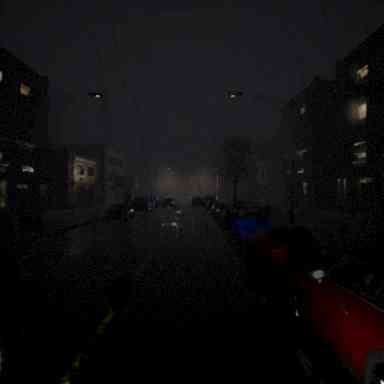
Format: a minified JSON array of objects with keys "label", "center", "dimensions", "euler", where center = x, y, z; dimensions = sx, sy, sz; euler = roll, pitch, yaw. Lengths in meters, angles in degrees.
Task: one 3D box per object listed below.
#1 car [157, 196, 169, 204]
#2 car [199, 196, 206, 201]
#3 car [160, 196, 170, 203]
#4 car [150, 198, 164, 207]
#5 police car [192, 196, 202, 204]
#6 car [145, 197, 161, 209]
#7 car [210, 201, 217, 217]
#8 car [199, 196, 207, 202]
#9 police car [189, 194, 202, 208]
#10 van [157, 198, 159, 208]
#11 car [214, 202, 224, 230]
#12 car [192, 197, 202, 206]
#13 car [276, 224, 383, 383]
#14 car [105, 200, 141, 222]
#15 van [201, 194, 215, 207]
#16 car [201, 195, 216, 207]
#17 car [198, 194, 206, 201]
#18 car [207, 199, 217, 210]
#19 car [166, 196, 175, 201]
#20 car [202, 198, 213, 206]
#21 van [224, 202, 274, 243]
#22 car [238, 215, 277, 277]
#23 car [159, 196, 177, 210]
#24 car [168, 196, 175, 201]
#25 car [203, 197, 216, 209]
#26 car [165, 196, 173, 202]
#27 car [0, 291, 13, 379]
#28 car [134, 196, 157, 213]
[{"label":"car","center":[-5.691,1.567,65.482],"dimensions":[1.967,1.590,4.097],"euler":[-1,0,0]},{"label":"car","center":[2.692,1.693,87.846],"dimensions":[1.752,1.417,4.829],"euler":[-1,0,0]},{"label":"car","center":[-5.689,1.682,71.031],"dimensions":[1.887,1.381,4.507],"euler":[-1,0,0]},{"label":"car","center":[-5.691,1.651,54.386],"dimensions":[1.887,1.381,4.507],"euler":[-1,0,0]},{"label":"police car","center":[0.903,1.553,66.228],"dimensions":[1.930,1.638,5.238],"euler":[0,0,0]},{"label":"car","center":[-5.692,1.536,48.837],"dimensions":[1.967,1.590,4.097],"euler":[-1,0,0]},{"label":"car","center":[2.688,1.634,26.645],"dimensions":[1.802,1.307,4.206],"euler":[-1,0,0]},{"label":"car","center":[2.692,1.723,82.129],"dimensions":[1.947,1.339,4.313],"euler":[-1,0,0]},{"label":"police car","center":[0.902,1.523,50.227],"dimensions":[1.930,1.638,5.238],"euler":[0,0,0]},{"label":"van","center":[-5.694,1.426,43.289],"dimensions":[1.690,1.788,3.998],"euler":[-1,0,0]},{"label":"car","center":[2.688,1.586,21.097],"dimensions":[1.887,1.381,4.507],"euler":[-1,0,0]},{"label":"car","center":[0.902,1.621,60.116],"dimensions":[1.837,1.490,4.892],"euler":[0,0,0]},{"label":"car","center":[2.686,1.449,4.452],"dimensions":[1.967,1.590,4.097],"euler":[-1,0,0]},{"label":"car","center":[-5.692,1.604,26.644],"dimensions":[2.008,1.369,4.403],"euler":[-1,0,0]},{"label":"van","center":[2.688,1.436,48.839],"dimensions":[1.690,1.788,3.998],"euler":[-1,0,0]},{"label":"car","center":[2.688,1.420,54.388],"dimensions":[2.192,1.841,5.009],"euler":[-1,0,0]},{"label":"car","center":[2.690,1.492,93.226],"dimensions":[2.192,1.841,5.009],"euler":[-1,0,0]},{"label":"car","center":[2.689,1.645,32.194],"dimensions":[1.802,1.307,4.206],"euler":[-1,0,0]},{"label":"car","center":[-5.689,1.719,87.675],"dimensions":[2.008,1.369,4.403],"euler":[-1,0,0]},{"label":"car","center":[2.690,1.698,59.935],"dimensions":[1.802,1.307,4.206],"euler":[-1,0,0]},{"label":"van","center":[2.686,1.372,15.549],"dimensions":[1.690,1.788,3.998],"euler":[-1,0,0]},{"label":"car","center":[2.688,1.602,10.000],"dimensions":[1.802,1.307,4.206],"euler":[-1,0,0]},{"label":"car","center":[-3.082,1.595,45.718],"dimensions":[1.837,1.490,4.892],"euler":[0,0,0]},{"label":"car","center":[-5.688,1.760,93.224],"dimensions":[1.802,1.307,4.206],"euler":[-1,0,0]},{"label":"car","center":[2.690,1.666,43.290],"dimensions":[1.802,1.307,4.206],"euler":[-1,0,0]},{"label":"car","center":[-5.689,1.740,82.127],"dimensions":[1.802,1.307,4.206],"euler":[-1,0,0]},{"label":"car","center":[-3.087,1.531,2.296],"dimensions":[1.812,1.442,4.674],"euler":[0,0,0]},{"label":"car","center":[-5.694,1.389,37.741],"dimensions":[2.192,1.841,5.009],"euler":[-1,0,0]}]
